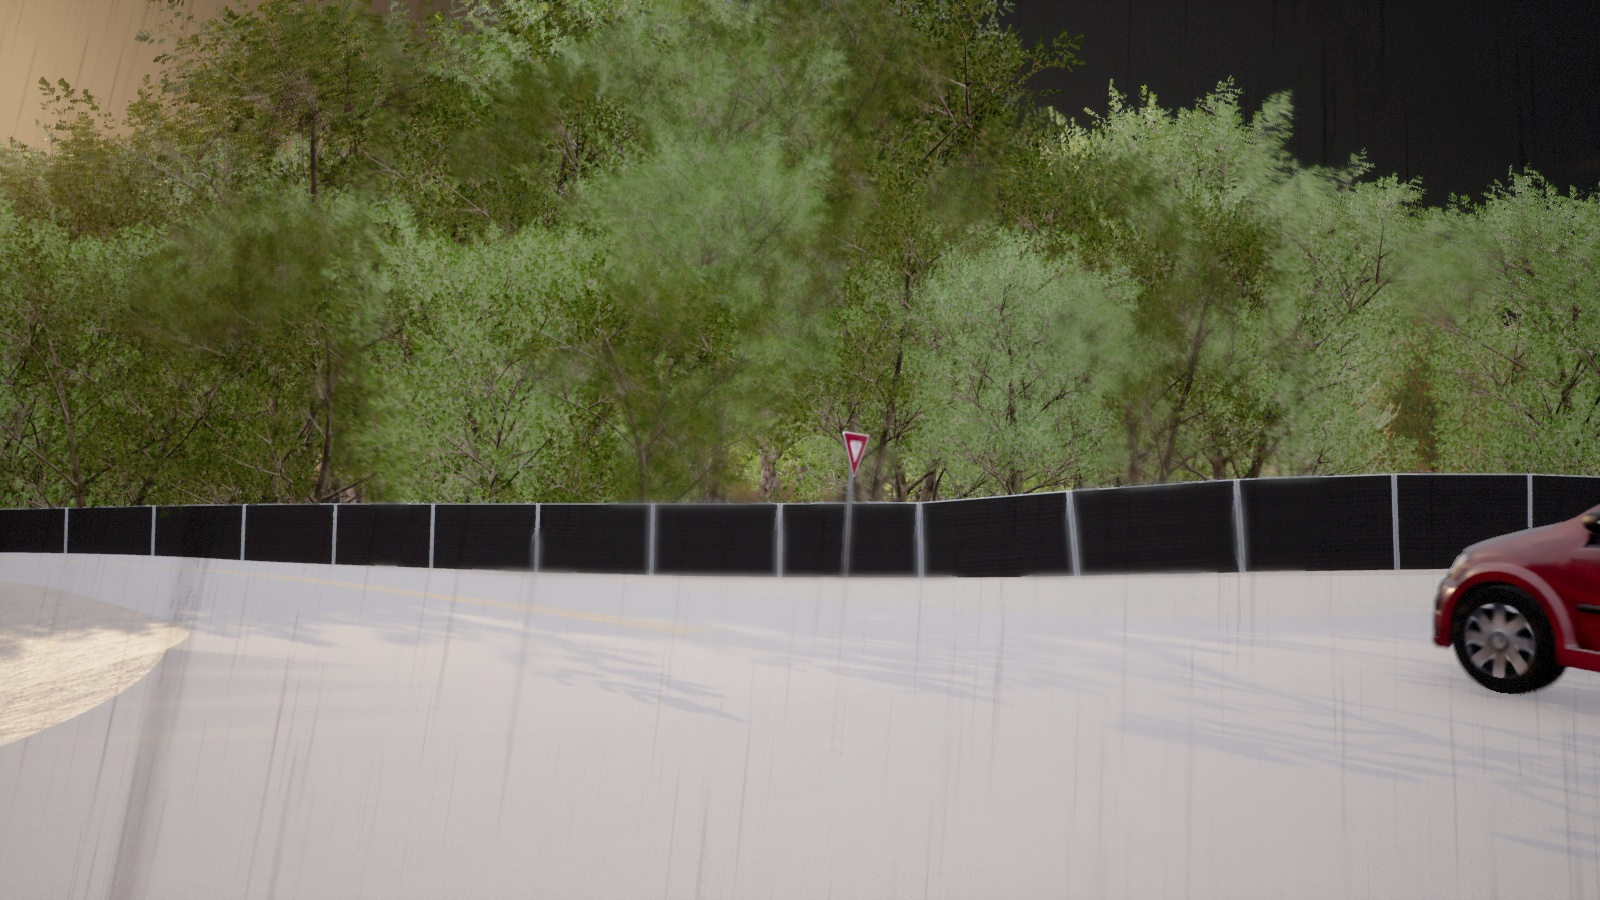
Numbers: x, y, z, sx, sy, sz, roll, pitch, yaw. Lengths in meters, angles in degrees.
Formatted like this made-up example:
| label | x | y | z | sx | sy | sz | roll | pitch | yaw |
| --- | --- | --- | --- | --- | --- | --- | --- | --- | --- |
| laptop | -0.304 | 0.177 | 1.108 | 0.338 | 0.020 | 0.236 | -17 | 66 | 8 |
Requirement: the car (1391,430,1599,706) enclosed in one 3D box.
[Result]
| label | x | y | z | sx | sy | sz | roll | pitch | yaw |
| --- | --- | --- | --- | --- | --- | --- | --- | --- | --- |
| car | 5.741 | 0.699 | 7.288 | 1.851 | 1.617 | 3.988 | 1 | 0 | -22 |
